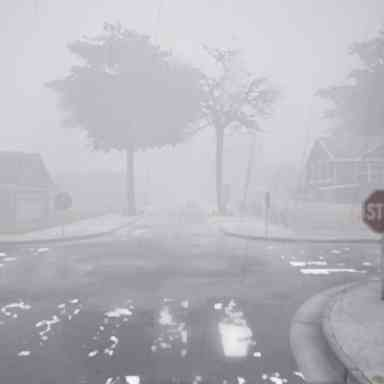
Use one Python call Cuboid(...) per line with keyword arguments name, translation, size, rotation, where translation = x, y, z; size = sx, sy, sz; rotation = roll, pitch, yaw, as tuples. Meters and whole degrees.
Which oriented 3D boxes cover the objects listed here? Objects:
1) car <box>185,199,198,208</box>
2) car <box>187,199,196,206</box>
Cuboid(name="car", translation=(-0.085, 1.951, 55.912), size=(1.812, 1.442, 4.674), rotation=(0, 0, 0))
Cuboid(name="car", translation=(-0.100, 2.102, 65.944), size=(1.895, 1.301, 4.718), rotation=(0, 0, 0))
